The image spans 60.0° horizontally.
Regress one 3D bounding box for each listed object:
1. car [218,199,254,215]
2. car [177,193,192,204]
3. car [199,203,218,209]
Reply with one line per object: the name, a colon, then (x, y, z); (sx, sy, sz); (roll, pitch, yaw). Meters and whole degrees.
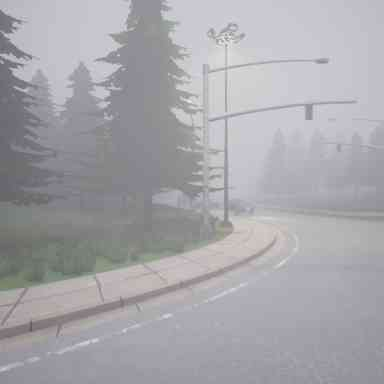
car: (4.735, 1.488, 34.265); (2.128, 1.511, 4.902); (0, 0, -15)
car: (-0.830, 1.217, 54.060); (2.150, 2.045, 5.566); (0, 0, -17)
car: (2.092, 1.597, 43.907); (1.895, 1.301, 4.718); (0, 0, -16)
